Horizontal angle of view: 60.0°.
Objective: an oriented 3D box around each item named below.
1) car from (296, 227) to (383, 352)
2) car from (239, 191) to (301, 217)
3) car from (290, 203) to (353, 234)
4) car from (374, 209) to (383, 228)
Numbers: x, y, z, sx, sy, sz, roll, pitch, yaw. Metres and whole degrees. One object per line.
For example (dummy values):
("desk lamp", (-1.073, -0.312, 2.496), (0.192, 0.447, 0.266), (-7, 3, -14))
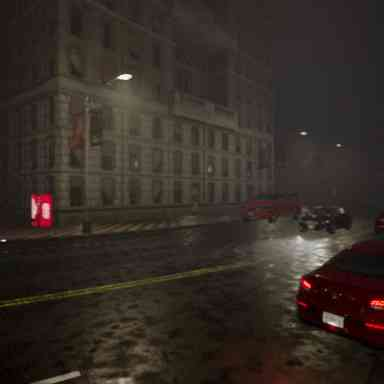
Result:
("car", (3.732, 1.550, 5.842), (4.674, 1.442, 1.812), (0, 0, -37))
("car", (5.320, 0.937, 21.928), (2.150, 2.045, 5.566), (0, 0, 41))
("car", (7.978, 1.598, 19.647), (2.128, 1.511, 4.902), (0, 0, 41))
("car", (11.525, 1.577, 18.360), (1.837, 1.490, 4.892), (0, 0, 42))
